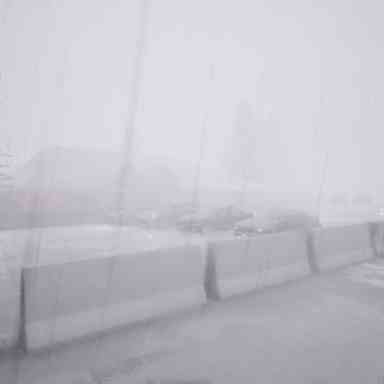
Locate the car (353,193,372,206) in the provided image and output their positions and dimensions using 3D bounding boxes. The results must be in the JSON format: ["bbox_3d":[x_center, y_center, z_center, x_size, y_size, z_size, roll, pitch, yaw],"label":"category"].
[{"bbox_3d":[26.570,1.131,51.655,2.150,2.045,5.566,0,0,35],"label":"car"}]

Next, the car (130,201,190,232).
[{"bbox_3d":[-1.229,1.409,20.940,4.553,1.767,2.097,0,0,-40],"label":"car"}]

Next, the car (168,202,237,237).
[{"bbox_3d":[1.376,1.508,18.545,5.008,1.535,1.882,0,0,-41],"label":"car"}]

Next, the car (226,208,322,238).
[{"bbox_3d":[4.386,1.550,16.478,5.357,1.411,2.033,0,0,-40],"label":"car"}]

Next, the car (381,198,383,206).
[{"bbox_3d":[29.561,1.395,49.824,1.812,1.442,4.674,0,0,35],"label":"car"}]

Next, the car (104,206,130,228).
[{"bbox_3d":[-3.958,1.647,23.218,4.181,1.385,1.994,0,0,-40],"label":"car"}]

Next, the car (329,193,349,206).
[{"bbox_3d":[23.921,1.156,53.968,2.150,2.045,5.566,0,0,35],"label":"car"}]
